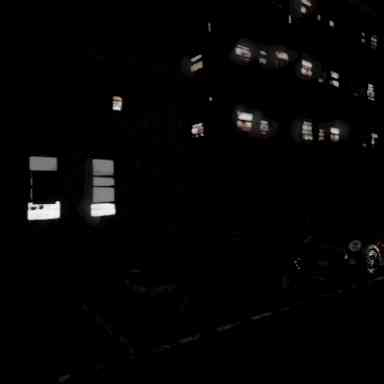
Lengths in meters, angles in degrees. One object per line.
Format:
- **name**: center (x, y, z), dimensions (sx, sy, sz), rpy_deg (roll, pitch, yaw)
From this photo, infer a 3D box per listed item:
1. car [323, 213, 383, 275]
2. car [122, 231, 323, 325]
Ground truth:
- **car**: center (5.202, 1.409, 10.238), dimensions (4.097, 1.590, 1.967), rpy_deg (0, -1, -35)
- **car**: center (0.641, 1.568, 6.986), dimensions (4.206, 1.307, 1.802), rpy_deg (0, -1, -35)
